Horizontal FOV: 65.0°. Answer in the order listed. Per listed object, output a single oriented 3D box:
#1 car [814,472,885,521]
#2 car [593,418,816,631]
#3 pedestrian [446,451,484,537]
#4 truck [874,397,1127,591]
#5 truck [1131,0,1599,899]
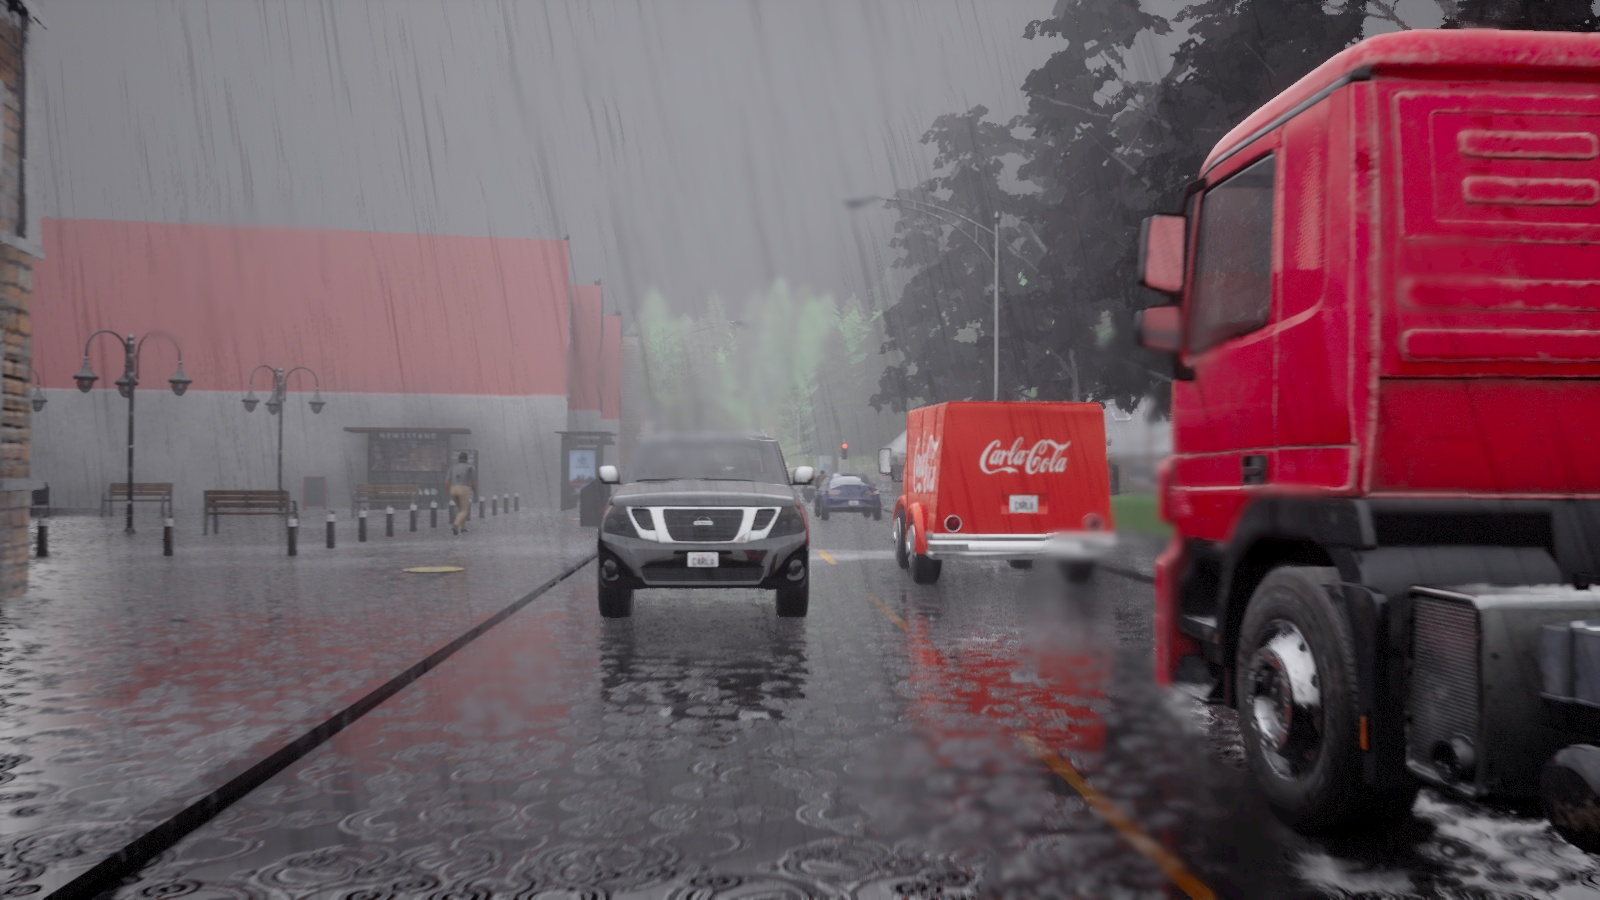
[{"bbox_3d":[1.519,1.430,39.944,1.812,1.442,4.674,0,-1,-3],"label":"car"},{"bbox_3d":[-1.078,0.758,14.953,2.150,2.045,5.566,0,-1,-3],"label":"car"},{"bbox_3d":[-7.269,0.953,27.286,0.540,1.848,0.694,0,-1,12],"label":"pedestrian"},{"bbox_3d":[2.718,0.595,18.621,2.627,2.467,5.204,0,-1,-3],"label":"truck"},{"bbox_3d":[3.594,-0.131,3.362,2.891,3.462,7.936,0,-1,-3],"label":"truck"}]
